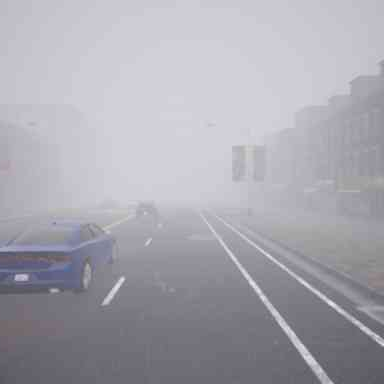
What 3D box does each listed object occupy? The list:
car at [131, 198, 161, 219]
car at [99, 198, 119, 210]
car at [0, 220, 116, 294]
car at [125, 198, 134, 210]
[{"bbox_3d":[-3.847,1.487,29.435,1.837,1.490,4.892,0,0,-1],"label":"car"},{"bbox_3d":[-10.795,1.564,43.370,1.812,1.442,4.674,0,0,-1],"label":"car"},{"bbox_3d":[-3.333,1.487,8.862,1.882,1.535,5.008,0,0,-1],"label":"car"},{"bbox_3d":[-7.545,1.533,43.402,1.812,1.442,4.674,0,0,-1],"label":"car"}]
